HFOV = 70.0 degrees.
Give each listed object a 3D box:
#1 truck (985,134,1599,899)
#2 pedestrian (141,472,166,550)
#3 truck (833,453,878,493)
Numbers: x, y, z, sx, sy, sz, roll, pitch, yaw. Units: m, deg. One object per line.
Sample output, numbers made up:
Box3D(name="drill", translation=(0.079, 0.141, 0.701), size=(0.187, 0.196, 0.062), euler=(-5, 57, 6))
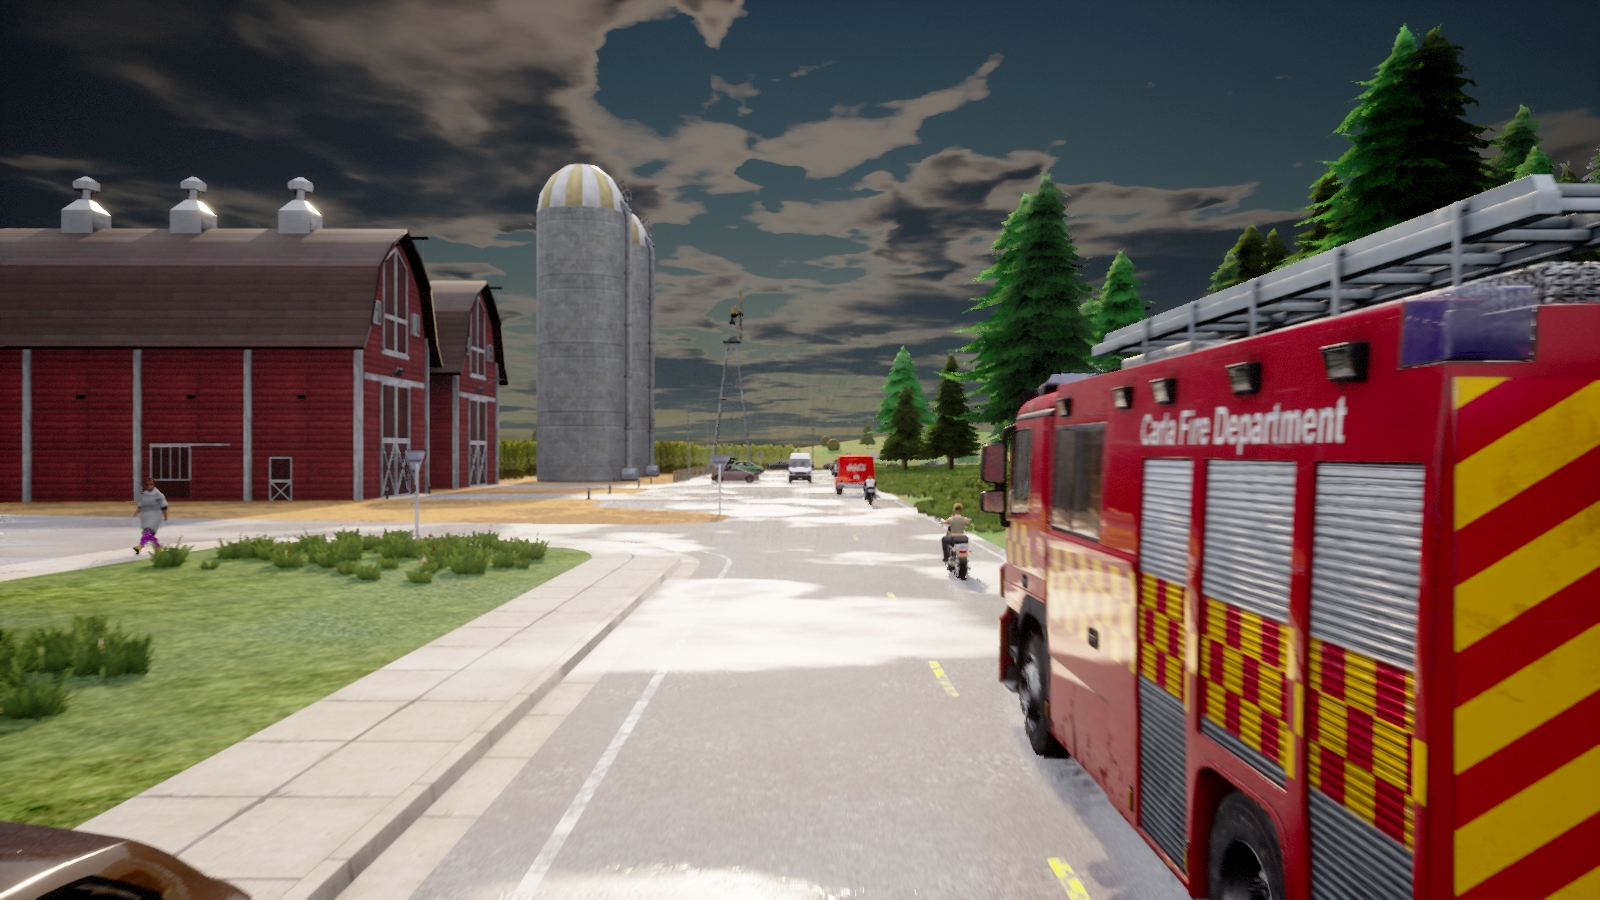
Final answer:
Box3D(name="truck", translation=(3.498, 0.750, 8.440), size=(2.891, 3.827, 8.468), euler=(0, 0, 0))
Box3D(name="pedestrian", translation=(-15.582, 1.470, 27.528), size=(0.375, 1.860, 0.375), euler=(0, 0, 6))
Box3D(name="truck", translation=(3.516, 1.428, 73.450), size=(2.627, 2.467, 5.204), euler=(0, 0, 0))
